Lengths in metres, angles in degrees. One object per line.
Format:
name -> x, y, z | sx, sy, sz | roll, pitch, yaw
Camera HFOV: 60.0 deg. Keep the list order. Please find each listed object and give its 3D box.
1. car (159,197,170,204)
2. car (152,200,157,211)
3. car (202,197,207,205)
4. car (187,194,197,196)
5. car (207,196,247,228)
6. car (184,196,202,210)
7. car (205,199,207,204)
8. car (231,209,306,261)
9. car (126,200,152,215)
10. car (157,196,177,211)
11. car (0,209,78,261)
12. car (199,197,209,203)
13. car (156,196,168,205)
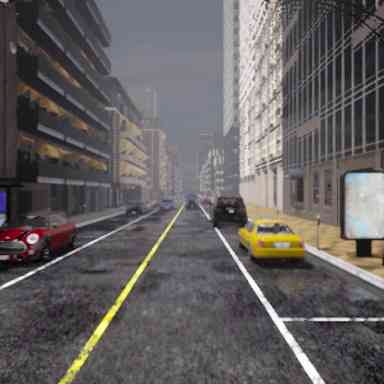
car -> -5.673, 1.746, 68.545 | 1.802, 1.307, 4.206 | 0, 0, 0
car -> -5.681, 1.613, 40.133 | 1.752, 1.417, 4.829 | 0, 0, 0
car -> 2.706, 1.692, 62.894 | 1.887, 1.381, 4.507 | 0, 0, 0
car -> 0.016, 1.361, 60.533 | 2.150, 2.045, 5.566 | 0, 0, 0
car -> 2.400, 1.275, 22.896 | 2.150, 2.045, 5.566 | 0, 0, 0
car -> 0.057, 1.626, 45.263 | 1.812, 1.442, 4.674 | 0, 0, 1
car -> 2.699, 1.640, 34.652 | 1.947, 1.339, 4.313 | 0, 0, 0
car -> 2.693, 1.550, 12.228 | 1.752, 1.417, 4.829 | 0, 0, 0
car -> -5.682, 1.640, 34.654 | 1.947, 1.339, 4.313 | 0, 0, 0
car -> -3.078, 1.621, 43.294 | 1.812, 1.442, 4.674 | 0, 0, 0
car -> -5.688, 1.465, 12.060 | 1.967, 1.590, 4.097 | 0, 0, 0
car -> 2.708, 1.730, 74.192 | 2.008, 1.369, 4.403 | 0, 0, 0
car -> -5.675, 1.588, 62.897 | 1.967, 1.590, 4.097 | 0, 0, 0
